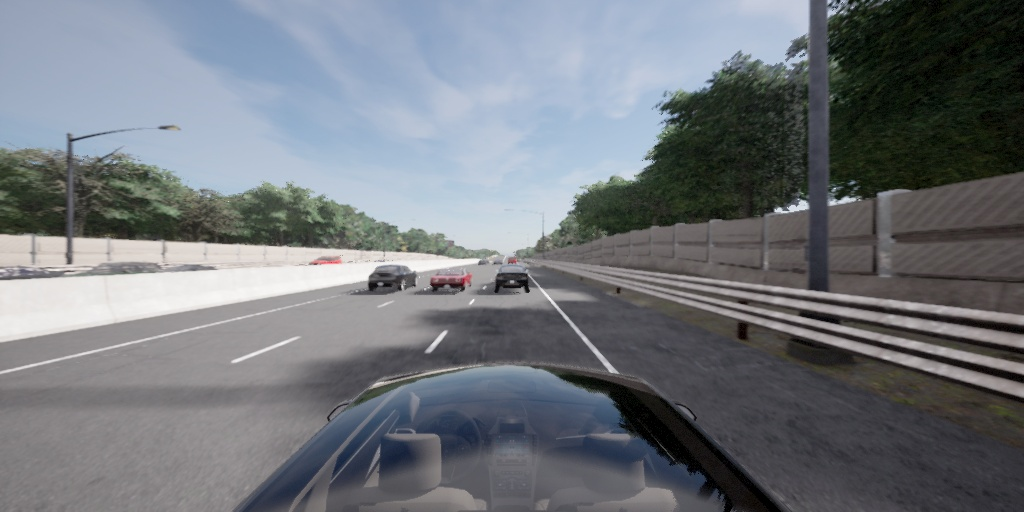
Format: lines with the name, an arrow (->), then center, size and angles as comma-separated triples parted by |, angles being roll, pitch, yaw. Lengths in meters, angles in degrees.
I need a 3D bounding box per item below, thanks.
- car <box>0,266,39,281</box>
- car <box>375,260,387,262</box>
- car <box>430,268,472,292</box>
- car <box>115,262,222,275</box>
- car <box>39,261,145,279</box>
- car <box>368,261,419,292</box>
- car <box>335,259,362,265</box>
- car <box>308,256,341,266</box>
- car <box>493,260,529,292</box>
car -> -24.534, 1.243, 16.992 | 2.128, 1.511, 4.902 | 0, 0, 1
car -> -17.530, 1.274, 47.720 | 2.128, 1.511, 4.902 | 0, 0, 1
car -> -3.492, 1.350, 21.499 | 1.895, 1.301, 4.718 | 0, 0, 0
car -> -17.511, 1.229, 19.269 | 1.882, 1.535, 5.008 | 0, 0, 0
car -> -21.016, 1.102, 19.081 | 2.097, 1.767, 4.553 | 0, 0, 0
car -> -6.992, 1.256, 21.487 | 1.837, 1.490, 4.892 | 0, 0, 0
car -> -21.026, 1.384, 47.422 | 1.895, 1.301, 4.718 | 0, 0, 1
car -> -24.524, 1.005, 47.450 | 2.150, 2.045, 5.566 | 0, 0, 1
car -> 0.005, 1.227, 21.495 | 1.882, 1.535, 5.008 | 0, 0, 0
